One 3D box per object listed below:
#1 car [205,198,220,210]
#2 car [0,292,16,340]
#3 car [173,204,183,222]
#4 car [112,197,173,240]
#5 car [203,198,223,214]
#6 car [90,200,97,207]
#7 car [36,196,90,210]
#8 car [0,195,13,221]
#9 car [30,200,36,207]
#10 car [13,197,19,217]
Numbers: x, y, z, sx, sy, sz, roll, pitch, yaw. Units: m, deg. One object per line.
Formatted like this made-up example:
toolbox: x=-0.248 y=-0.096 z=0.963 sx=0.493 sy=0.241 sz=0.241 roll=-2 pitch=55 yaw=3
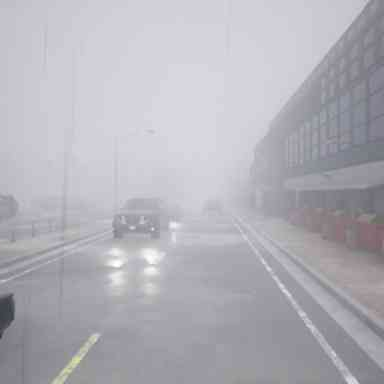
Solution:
car: x=2.958 y=1.689 z=47.470 sx=2.128 sy=1.511 sz=4.902 roll=0 pitch=0 yaw=4
car: x=-3.542 y=1.610 z=2.486 sx=1.895 sy=1.301 sz=4.718 roll=0 pitch=0 yaw=4
car: x=-1.854 y=1.678 z=27.530 sx=1.994 sy=1.385 sz=4.181 roll=0 pitch=0 yaw=4
car: x=-2.559 y=1.297 z=17.944 sx=2.150 sy=2.045 sz=5.566 roll=0 pitch=0 yaw=4
car: x=2.365 y=1.509 z=37.610 sx=2.097 sy=1.767 sz=4.553 roll=0 pitch=0 yaw=4
car: x=-15.203 y=1.432 z=45.987 sx=3.806 sy=1.475 sz=1.970 roll=0 pitch=0 yaw=3
car: x=-15.285 y=1.327 z=39.563 sx=5.027 sy=1.636 sz=2.152 roll=0 pitch=0 yaw=3
car: x=-15.865 y=1.206 z=23.868 sx=4.605 sy=1.855 sz=1.932 roll=0 pitch=0 yaw=3
car: x=-22.007 y=1.512 z=50.088 sx=4.514 sy=1.523 sz=2.007 roll=0 pitch=0 yaw=3
car: x=-16.093 y=1.197 z=26.794 sx=3.866 sy=1.878 sz=1.905 roll=0 pitch=0 yaw=3
